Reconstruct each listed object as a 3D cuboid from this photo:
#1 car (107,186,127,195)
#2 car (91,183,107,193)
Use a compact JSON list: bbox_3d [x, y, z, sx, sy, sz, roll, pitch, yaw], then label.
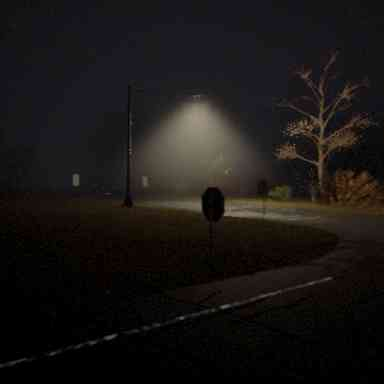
[{"bbox_3d":[-11.440,-0.244,52.959,1.994,1.385,4.181,0,2,-36],"label":"car"},{"bbox_3d":[-16.785,-0.751,60.417,2.097,1.767,4.553,0,2,-36],"label":"car"}]
